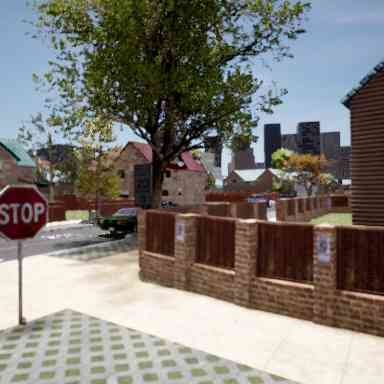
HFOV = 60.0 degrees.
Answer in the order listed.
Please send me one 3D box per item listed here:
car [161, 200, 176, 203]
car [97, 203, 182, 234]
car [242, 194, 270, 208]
[{"bbox_3d":[-2.388,1.372,23.314,1.837,1.490,4.892,-1,0,31],"label":"car"},{"bbox_3d":[-2.588,1.457,17.582,1.895,1.301,4.718,-1,0,33],"label":"car"},{"bbox_3d":[7.637,1.083,39.750,2.097,1.767,4.553,-1,0,32],"label":"car"}]
